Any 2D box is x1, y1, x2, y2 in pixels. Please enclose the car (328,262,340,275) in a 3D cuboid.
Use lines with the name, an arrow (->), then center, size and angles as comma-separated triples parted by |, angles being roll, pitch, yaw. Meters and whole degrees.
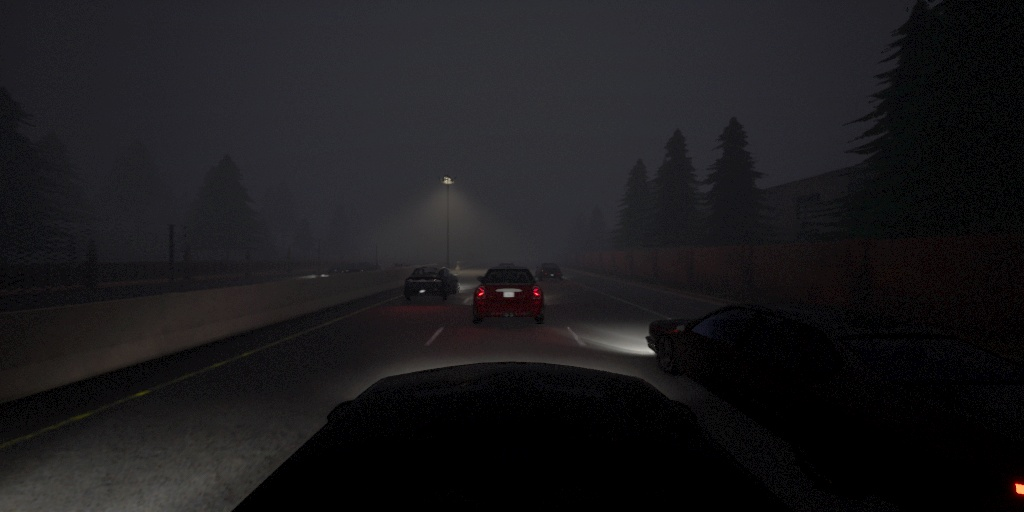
car -> -18.300, 1.294, 39.131 | 1.994, 1.385, 4.181 | 0, 0, -1

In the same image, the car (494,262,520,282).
car -> -0.437, 1.296, 30.631 | 2.033, 1.411, 5.357 | 0, 0, -1

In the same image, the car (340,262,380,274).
car -> -14.624, 1.282, 35.816 | 2.033, 1.411, 5.357 | 0, 0, 0

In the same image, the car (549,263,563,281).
car -> 3.055, 1.278, 30.004 | 1.812, 1.442, 4.674 | 0, 0, -1

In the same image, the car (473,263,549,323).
car -> -0.126, 1.101, 12.197 | 2.097, 1.767, 4.553 | 0, 0, -1

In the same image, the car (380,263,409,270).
car -> -11.234, 1.338, 35.948 | 1.895, 1.301, 4.718 | 0, 0, -1

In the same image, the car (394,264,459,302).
car -> -3.711, 1.237, 17.094 | 2.128, 1.511, 4.902 | 0, 0, -1

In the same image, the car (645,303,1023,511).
car -> 3.505, 1.301, 4.420 | 2.033, 1.411, 5.357 | 0, 0, -1
